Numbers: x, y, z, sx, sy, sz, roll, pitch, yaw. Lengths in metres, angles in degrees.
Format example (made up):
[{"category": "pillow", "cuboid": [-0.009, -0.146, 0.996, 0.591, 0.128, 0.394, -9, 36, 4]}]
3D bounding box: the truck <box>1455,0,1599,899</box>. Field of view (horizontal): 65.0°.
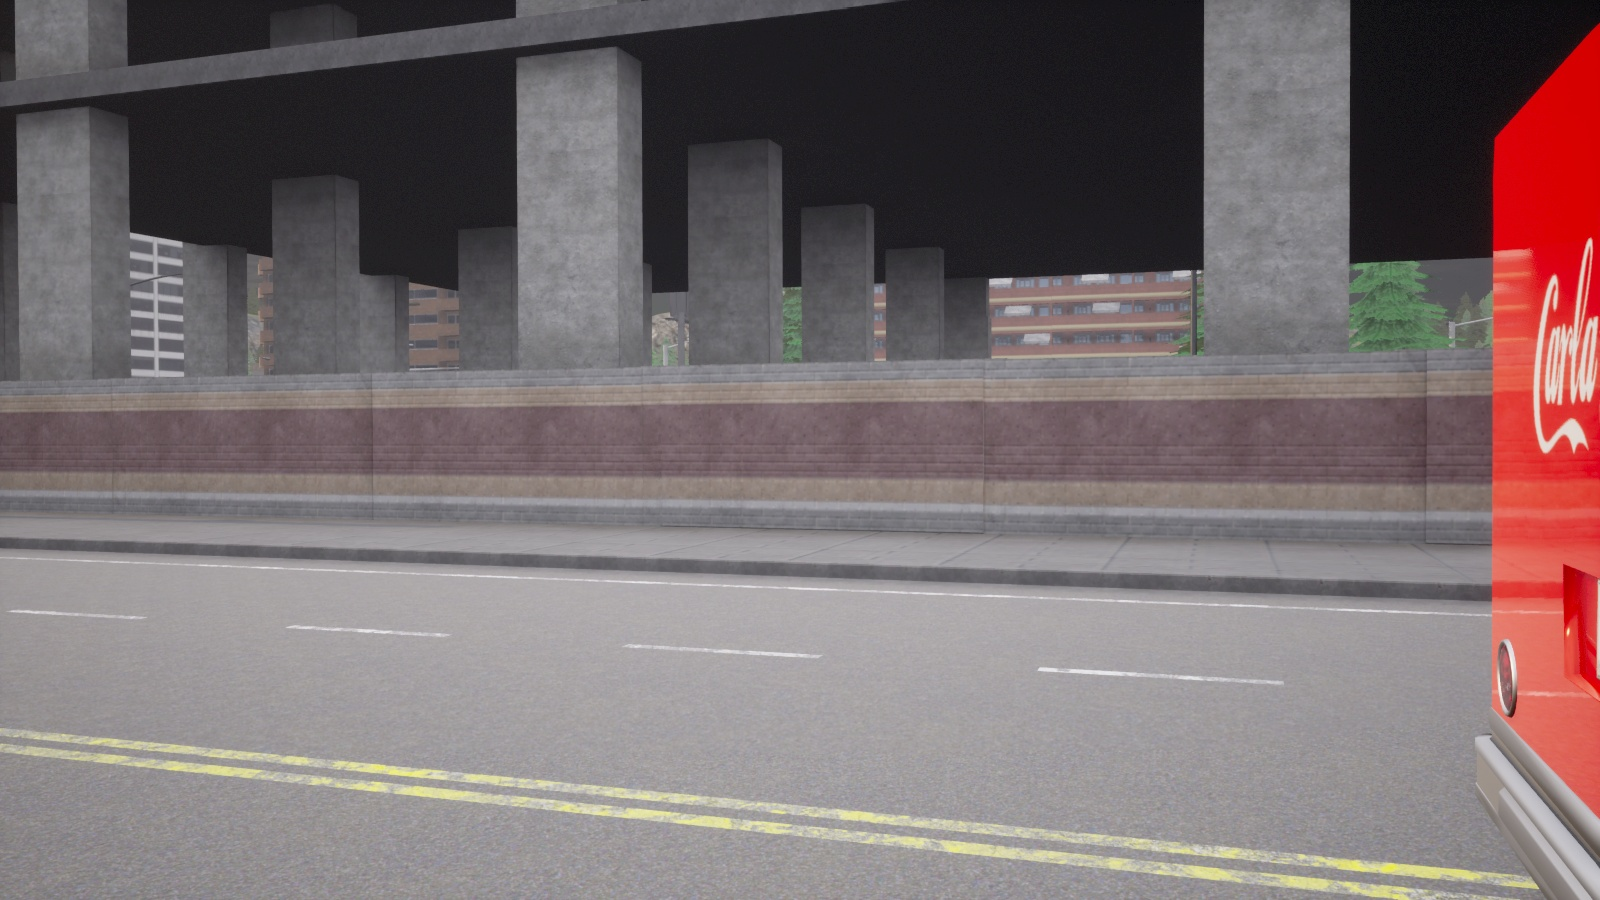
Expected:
[{"category": "truck", "cuboid": [4.085, 0.326, 1.809, 5.204, 2.467, 2.627, 1, 1, 19]}]
